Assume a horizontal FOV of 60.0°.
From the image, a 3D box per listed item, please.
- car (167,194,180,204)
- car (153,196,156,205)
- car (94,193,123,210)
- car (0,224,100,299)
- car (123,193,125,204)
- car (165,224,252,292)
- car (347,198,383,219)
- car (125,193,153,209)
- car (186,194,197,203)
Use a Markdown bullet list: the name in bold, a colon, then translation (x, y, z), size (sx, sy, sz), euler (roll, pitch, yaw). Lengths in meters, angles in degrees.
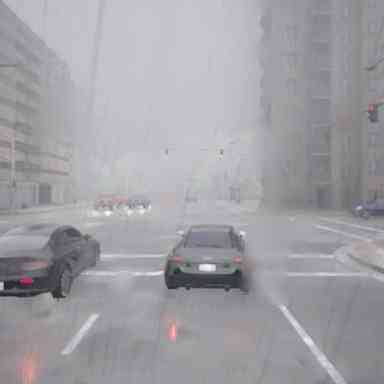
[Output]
- **car**: translation (-3.424, 1.238, 61.857), size (2.097, 1.767, 4.553), euler (0, 0, 0)
- **car**: translation (-7.084, 1.390, 55.010), size (2.128, 1.511, 4.902), euler (0, 0, 0)
- **car**: translation (-10.611, 1.144, 41.861), size (2.150, 2.045, 5.566), euler (0, 0, 0)
- **car**: translation (-3.614, 1.510, 8.227), size (1.812, 1.442, 4.674), euler (0, 0, -3)
- **car**: translation (-10.596, 1.125, 52.228), size (2.150, 2.045, 5.566), euler (0, 0, 0)
- **car**: translation (0.514, 1.547, 8.950), size (1.994, 1.385, 4.181), euler (0, 0, 5)
- **car**: translation (15.576, 1.300, 27.997), size (4.553, 1.767, 2.097), euler (0, 0, 1)
- **car**: translation (-7.111, 1.138, 44.986), size (2.150, 2.045, 5.566), euler (0, 0, 0)
- **car**: translation (-0.019, 1.228, 66.902), size (2.097, 1.767, 4.553), euler (0, 0, 0)
